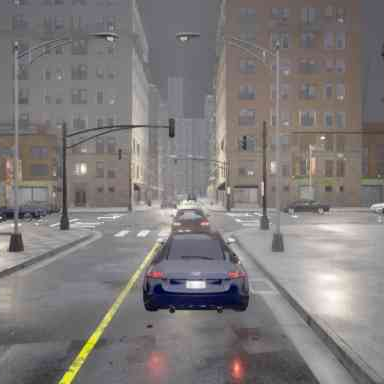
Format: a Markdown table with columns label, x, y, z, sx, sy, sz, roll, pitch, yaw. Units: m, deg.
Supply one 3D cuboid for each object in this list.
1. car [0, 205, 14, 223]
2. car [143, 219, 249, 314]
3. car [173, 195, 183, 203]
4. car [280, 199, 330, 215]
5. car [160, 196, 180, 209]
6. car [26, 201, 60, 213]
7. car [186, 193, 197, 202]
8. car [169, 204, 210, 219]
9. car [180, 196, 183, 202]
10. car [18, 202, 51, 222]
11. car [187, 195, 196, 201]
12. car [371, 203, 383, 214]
| label | x | y | z | sx | sy | sz | roll | pitch | yaw |
| --- | --- | --- | --- | --- | --- | --- | --- | --- | --- |
| car | -15.221 | 1.616 | 23.124 | 4.181 | 1.385 | 1.994 | 0 | 0 | 0 |
| car | 0.084 | 1.564 | 7.725 | 1.994 | 1.385 | 4.181 | 0 | 0 | 0 |
| car | -3.071 | 1.572 | 76.085 | 2.128 | 1.511 | 4.902 | 0 | 0 | 0 |
| car | 11.161 | 1.450 | 33.236 | 4.892 | 1.490 | 1.837 | 0 | 0 | 0 |
| car | -3.064 | 1.371 | 44.647 | 2.097 | 1.767 | 4.553 | 0 | 0 | 0 |
| car | -15.839 | 1.601 | 32.666 | 5.357 | 1.411 | 2.033 | 0 | 0 | 7 |
| car | -0.070 | 1.275 | 76.236 | 2.150 | 2.045 | 5.566 | 0 | 0 | 0 |
| car | -0.085 | 1.525 | 16.469 | 1.812 | 1.442 | 4.674 | 0 | 0 | -1 |
| car | -3.096 | 1.539 | 60.854 | 1.837 | 1.490 | 4.892 | 0 | 0 | 0 |
| car | -14.150 | 1.648 | 26.379 | 4.718 | 1.301 | 1.895 | 0 | 0 | 0 |
| car | -0.103 | 1.583 | 86.624 | 2.128 | 1.511 | 4.902 | 0 | 0 | 0 |
| car | 20.423 | 1.439 | 33.289 | 4.674 | 1.442 | 1.812 | 0 | 0 | -1 |
